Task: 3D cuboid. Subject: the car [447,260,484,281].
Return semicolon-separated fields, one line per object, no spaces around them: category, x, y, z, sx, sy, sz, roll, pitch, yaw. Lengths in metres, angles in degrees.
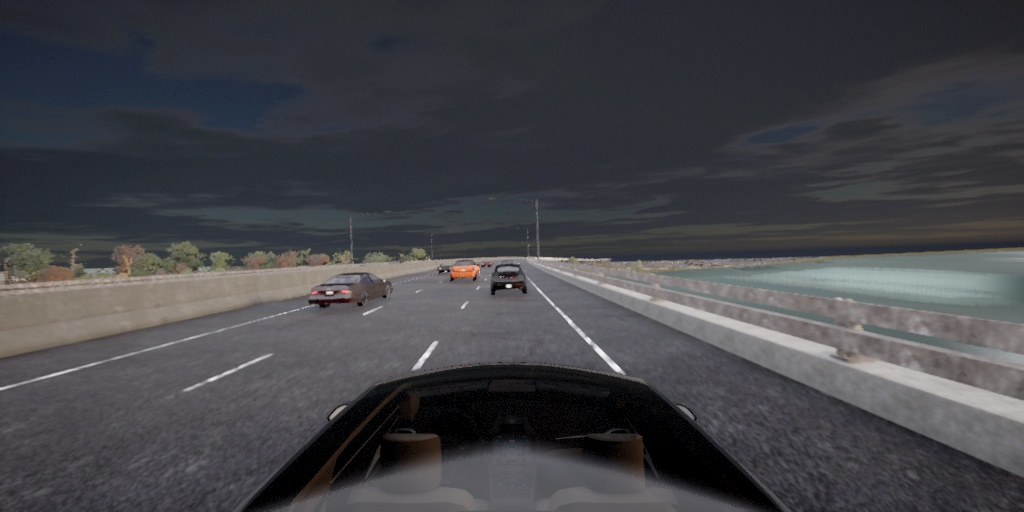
car;-3.851;1.100;30.219;2.097;1.767;4.553;-2;0;-1

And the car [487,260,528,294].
car;-0.198;1.175;19.737;1.837;1.490;4.892;-2;1;-1

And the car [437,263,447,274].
car;-7.453;1.428;42.466;1.895;1.301;4.718;-2;0;0

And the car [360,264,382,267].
car;-21.556;1.869;56.546;1.895;1.301;4.718;-2;0;0

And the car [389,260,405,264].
car;-18.070;1.497;56.248;2.097;1.767;4.553;-2;0;0

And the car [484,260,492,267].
car;-3.960;1.255;58.613;1.895;1.301;4.718;-2;0;0

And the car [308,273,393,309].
car;-7.133;1.467;16.428;2.033;1.411;5.357;-2;0;-1
